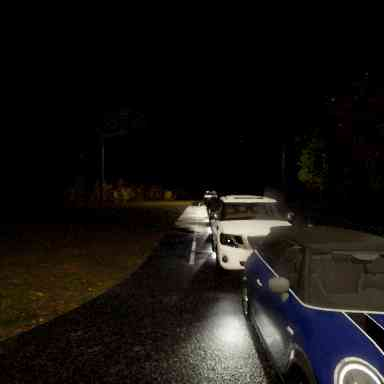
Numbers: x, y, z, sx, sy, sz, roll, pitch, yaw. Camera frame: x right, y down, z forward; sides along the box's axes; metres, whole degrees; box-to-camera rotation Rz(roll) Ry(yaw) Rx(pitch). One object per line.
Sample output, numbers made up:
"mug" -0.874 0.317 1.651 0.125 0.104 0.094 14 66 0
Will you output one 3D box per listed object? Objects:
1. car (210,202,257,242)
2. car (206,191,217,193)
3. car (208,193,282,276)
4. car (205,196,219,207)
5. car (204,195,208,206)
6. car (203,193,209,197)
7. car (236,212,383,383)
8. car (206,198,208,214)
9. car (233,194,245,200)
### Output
"car" 1.928 1.384 16.797 1.882 1.535 5.008 0 0 2
"car" 3.080 0.938 54.390 2.150 2.045 5.566 0 0 3
"car" 1.759 1.160 10.458 2.150 2.045 5.566 0 0 1
"car" 2.862 1.314 47.958 1.994 1.385 4.181 0 0 3
"car" 2.282 1.322 29.297 1.882 1.535 5.008 0 0 2
"car" 2.645 1.274 41.550 2.128 1.511 4.902 0 0 2
"car" 1.941 1.338 4.111 2.097 1.767 4.553 0 0 0
"car" 2.106 1.380 23.044 1.837 1.490 4.892 0 0 2
"car" 10.605 1.141 75.793 2.033 1.411 5.357 0 0 2
